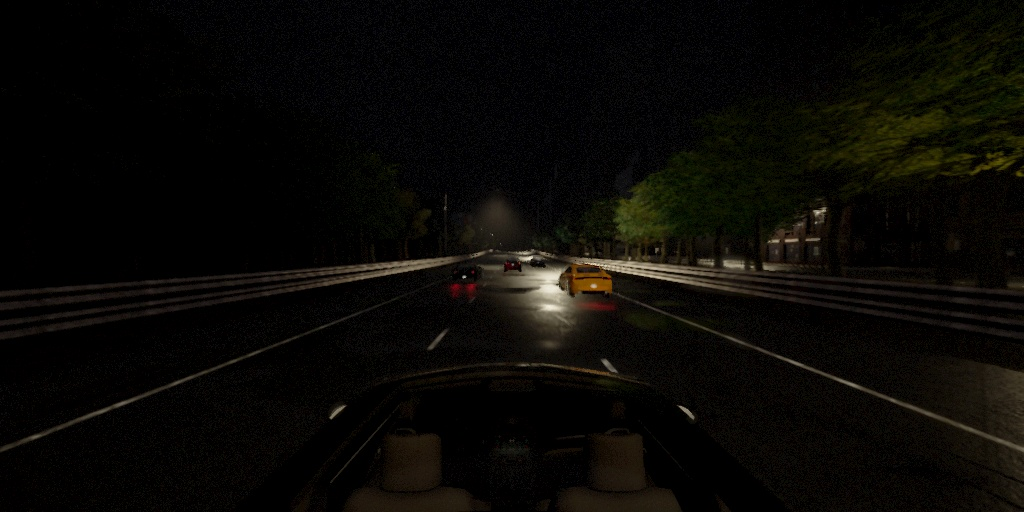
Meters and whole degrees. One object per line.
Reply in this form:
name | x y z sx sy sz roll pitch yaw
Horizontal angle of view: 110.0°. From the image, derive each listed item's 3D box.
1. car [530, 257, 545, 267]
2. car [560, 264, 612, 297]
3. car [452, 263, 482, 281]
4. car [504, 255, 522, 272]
car | 3.598 0.857 51.395 1.994 1.385 4.181 0 1 0
car | 3.602 1.151 18.227 1.882 1.535 5.008 0 1 0
car | -3.401 1.177 27.855 1.895 1.301 4.718 0 1 0
car | 0.100 0.948 40.578 2.163 1.488 4.792 0 1 0
